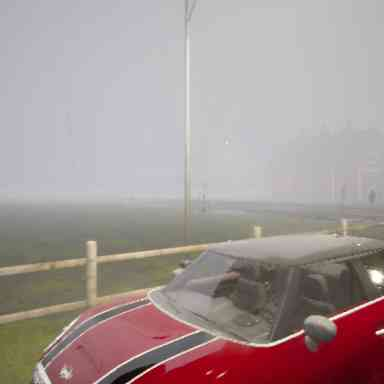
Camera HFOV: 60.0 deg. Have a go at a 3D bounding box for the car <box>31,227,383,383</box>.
[{"bbox_3d":[0.763,1.350,3.590,4.553,1.767,2.097,0,0,-35],"label":"car"}]
